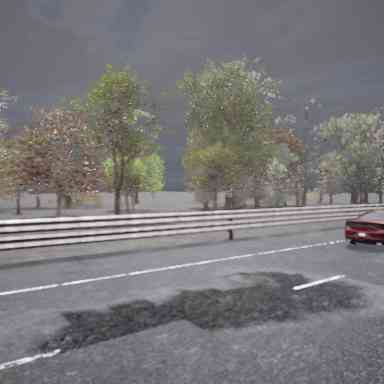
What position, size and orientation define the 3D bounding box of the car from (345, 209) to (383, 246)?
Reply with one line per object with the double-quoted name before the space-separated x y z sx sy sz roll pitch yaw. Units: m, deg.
"car" 8.501 1.472 14.118 5.008 1.535 1.882 0 0 -36
